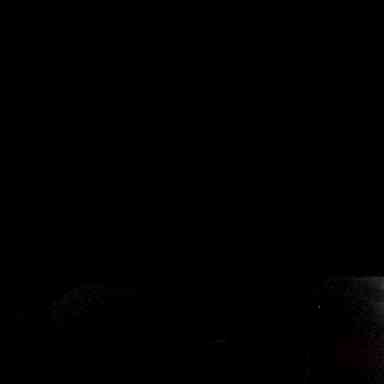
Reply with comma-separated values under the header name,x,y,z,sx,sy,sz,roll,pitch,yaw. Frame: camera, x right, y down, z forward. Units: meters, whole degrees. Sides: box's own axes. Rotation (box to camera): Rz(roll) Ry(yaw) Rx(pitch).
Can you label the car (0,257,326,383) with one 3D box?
name,x,y,z,sx,sy,sz,roll,pitch,yaw
car,-0.465,1.521,3.566,4.674,1.442,1.812,0,0,-35
